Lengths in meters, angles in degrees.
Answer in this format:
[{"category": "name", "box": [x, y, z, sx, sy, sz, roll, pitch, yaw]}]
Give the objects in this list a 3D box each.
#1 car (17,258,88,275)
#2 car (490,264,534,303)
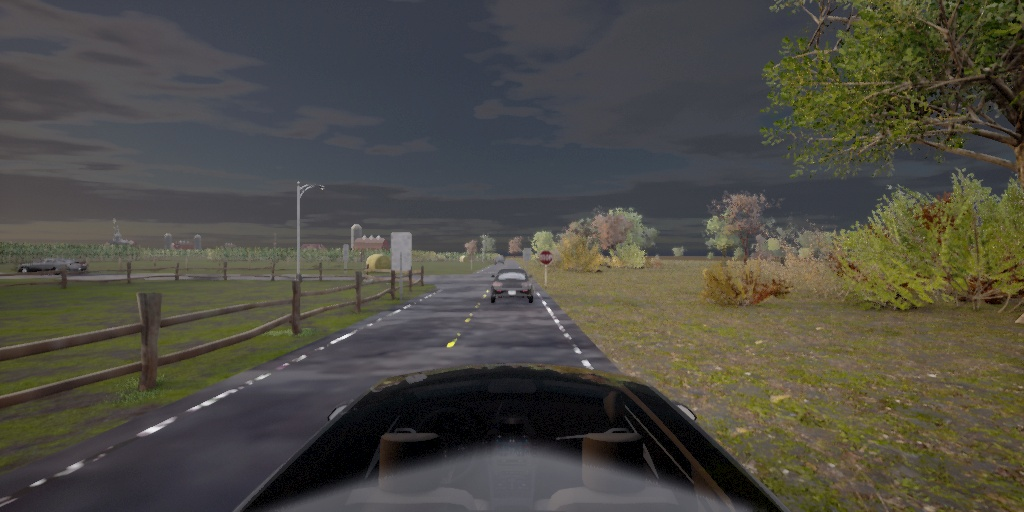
[{"category": "car", "box": [-41.943, 0.961, 32.763, 4.902, 1.511, 2.128, 0, 1, -1]}, {"category": "car", "box": [0.000, 1.285, 16.503, 1.812, 1.442, 4.674, 0, 0, 0]}]
